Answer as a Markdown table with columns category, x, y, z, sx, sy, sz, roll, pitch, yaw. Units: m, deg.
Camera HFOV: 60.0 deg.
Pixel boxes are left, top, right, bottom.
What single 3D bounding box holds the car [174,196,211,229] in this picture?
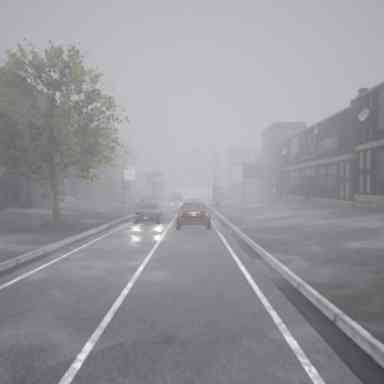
| category | x | y | z | sx | sy | sz | roll | pitch | yaw |
| --- | --- | --- | --- | --- | --- | --- | --- | --- | --- |
| car | 0.090 | 1.366 | 21.933 | 2.097 | 1.767 | 4.553 | 0 | 0 | 0 |

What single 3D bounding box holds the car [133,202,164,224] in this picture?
| category | x | y | z | sx | sy | sz | roll | pitch | yaw |
| --- | --- | --- | --- | --- | --- | --- | --- | --- | --- |
| car | -3.107 | 1.513 | 24.675 | 1.837 | 1.490 | 4.892 | 0 | 0 | 0 |

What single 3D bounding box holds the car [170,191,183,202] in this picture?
| category | x | y | z | sx | sy | sz | roll | pitch | yaw |
| --- | --- | --- | --- | --- | --- | --- | --- | --- | --- |
| car | -3.030 | 0.912 | 65.898 | 2.150 | 2.045 | 5.566 | 0 | 1 | 0 |

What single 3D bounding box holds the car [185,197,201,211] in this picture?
| category | x | y | z | sx | sy | sz | roll | pitch | yaw |
| --- | --- | --- | --- | --- | --- | --- | --- | --- | --- |
| car | 0.085 | 1.442 | 40.401 | 1.837 | 1.490 | 4.892 | 0 | 0 | 0 |
